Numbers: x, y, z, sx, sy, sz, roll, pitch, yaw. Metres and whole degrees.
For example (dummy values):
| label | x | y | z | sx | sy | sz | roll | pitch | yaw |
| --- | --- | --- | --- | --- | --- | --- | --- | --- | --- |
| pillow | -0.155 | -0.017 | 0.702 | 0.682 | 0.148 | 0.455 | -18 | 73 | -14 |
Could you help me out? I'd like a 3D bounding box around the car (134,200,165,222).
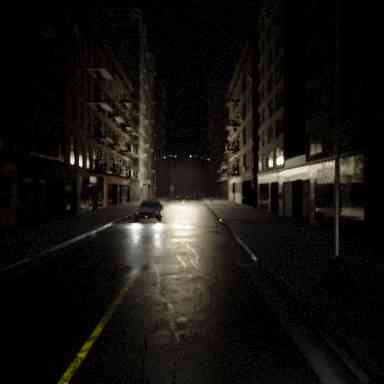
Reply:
| label | x | y | z | sx | sy | sz | roll | pitch | yaw |
| --- | --- | --- | --- | --- | --- | --- | --- | --- | --- |
| car | -2.984 | 1.327 | 24.089 | 1.812 | 1.442 | 4.674 | 0 | 0 | 0 |
